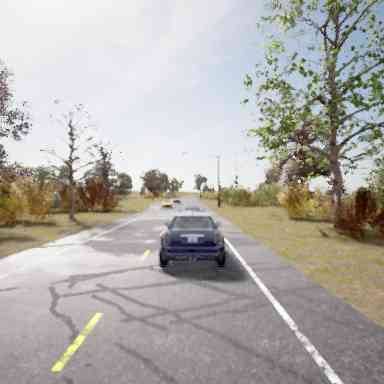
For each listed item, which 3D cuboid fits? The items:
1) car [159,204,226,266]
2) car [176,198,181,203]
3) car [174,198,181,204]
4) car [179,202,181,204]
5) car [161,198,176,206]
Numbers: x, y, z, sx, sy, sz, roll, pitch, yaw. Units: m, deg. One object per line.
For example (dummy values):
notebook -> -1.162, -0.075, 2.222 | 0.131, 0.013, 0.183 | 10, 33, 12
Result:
car -> 0.027, 1.492, 12.232 | 2.097, 1.767, 4.553 | 0, -1, 0
car -> -3.806, 2.299, 83.882 | 1.895, 1.301, 4.718 | 0, -1, -2
car -> -3.967, 2.374, 91.115 | 1.812, 1.442, 4.674 | 0, -1, 0
car -> -0.032, 1.820, 27.342 | 1.837, 1.490, 4.892 | 0, 0, 0
car -> -4.261, 2.115, 58.036 | 1.882, 1.535, 5.008 | 0, -1, -4
